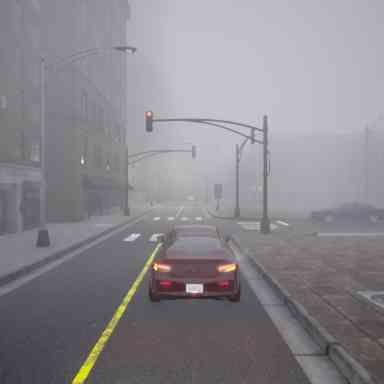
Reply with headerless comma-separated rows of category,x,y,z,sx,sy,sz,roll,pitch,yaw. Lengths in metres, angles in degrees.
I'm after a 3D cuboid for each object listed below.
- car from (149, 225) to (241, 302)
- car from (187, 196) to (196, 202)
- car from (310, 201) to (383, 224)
car,0.074,1.526,8.139,1.812,1.442,4.674,0,0,1
car,-0.150,1.567,76.115,1.812,1.442,4.674,0,0,0
car,11.078,1.432,23.851,5.008,1.535,1.882,0,0,0
